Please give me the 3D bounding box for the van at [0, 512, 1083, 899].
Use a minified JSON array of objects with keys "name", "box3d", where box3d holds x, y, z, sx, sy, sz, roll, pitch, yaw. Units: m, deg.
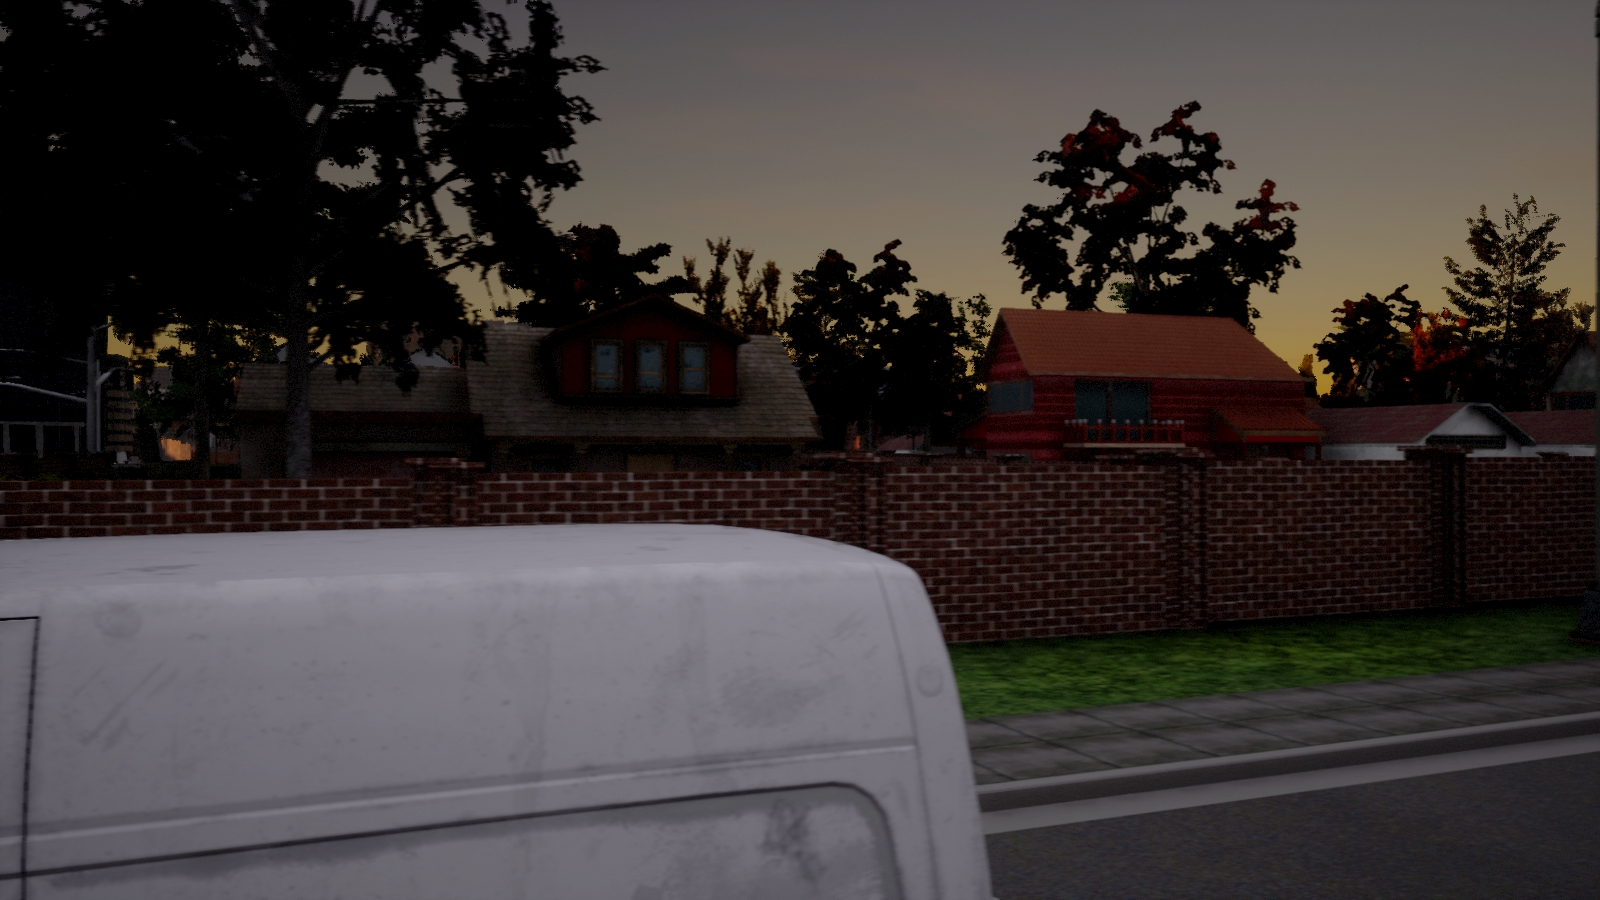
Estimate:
[{"name":"van","box3d":[-2.510,1.532,2.380,5.915,2.561,1.988,0,0,-20]}]
